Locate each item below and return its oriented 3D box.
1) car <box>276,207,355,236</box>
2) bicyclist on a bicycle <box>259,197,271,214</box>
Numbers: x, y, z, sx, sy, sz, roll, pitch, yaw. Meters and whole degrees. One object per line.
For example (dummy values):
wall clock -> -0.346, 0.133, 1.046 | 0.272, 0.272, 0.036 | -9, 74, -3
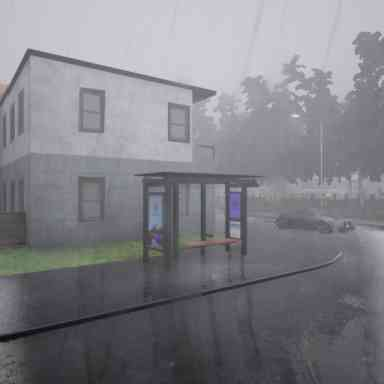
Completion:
car -> 6.771, 1.564, 18.610 | 1.994, 1.385, 4.181 | 0, 0, -37
bicyclist on a bicycle -> 7.145, 1.349, 32.428 | 1.656, 1.620, 0.582 | 0, 0, -35
